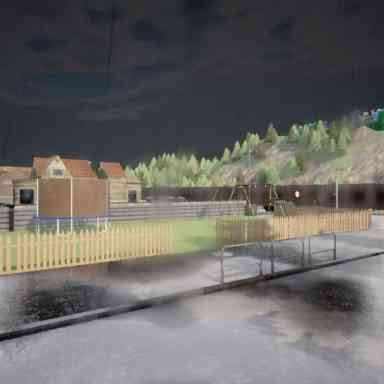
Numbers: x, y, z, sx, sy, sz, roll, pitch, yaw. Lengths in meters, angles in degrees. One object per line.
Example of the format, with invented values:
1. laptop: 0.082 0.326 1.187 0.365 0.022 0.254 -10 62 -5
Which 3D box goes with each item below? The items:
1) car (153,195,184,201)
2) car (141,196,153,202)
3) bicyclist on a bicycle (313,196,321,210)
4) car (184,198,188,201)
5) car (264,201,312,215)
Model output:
1. car: -3.745 1.351 52.289 2.097 1.767 4.553 0 0 -35
2. car: -8.755 1.526 66.256 1.812 1.442 4.674 0 0 -36
3. bicyclist on a bicycle: 15.152 1.349 40.287 1.656 1.620 0.582 0 0 -36
4. car: -2.641 1.505 57.818 1.837 1.490 4.892 0 0 -35
5. car: 9.609 1.601 33.605 1.895 1.301 4.718 0 0 -36
